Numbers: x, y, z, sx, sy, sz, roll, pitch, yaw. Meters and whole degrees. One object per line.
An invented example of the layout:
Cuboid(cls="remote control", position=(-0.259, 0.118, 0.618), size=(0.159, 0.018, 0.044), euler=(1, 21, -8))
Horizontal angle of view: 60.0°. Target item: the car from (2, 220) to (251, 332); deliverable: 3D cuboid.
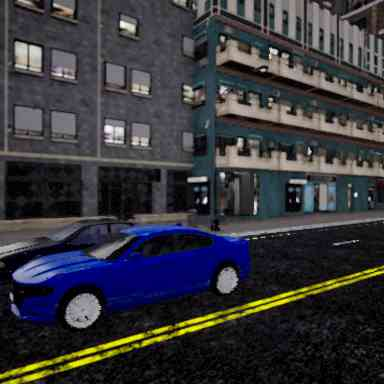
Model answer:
Cuboid(cls="car", position=(-0.963, 1.460, 6.992), size=(5.008, 1.535, 1.882), euler=(0, 0, -36))

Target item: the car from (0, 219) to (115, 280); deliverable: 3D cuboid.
Cuboid(cls="car", position=(-2.794, 1.529, 9.679), size=(5.357, 1.411, 2.033), euler=(0, 0, -36))
